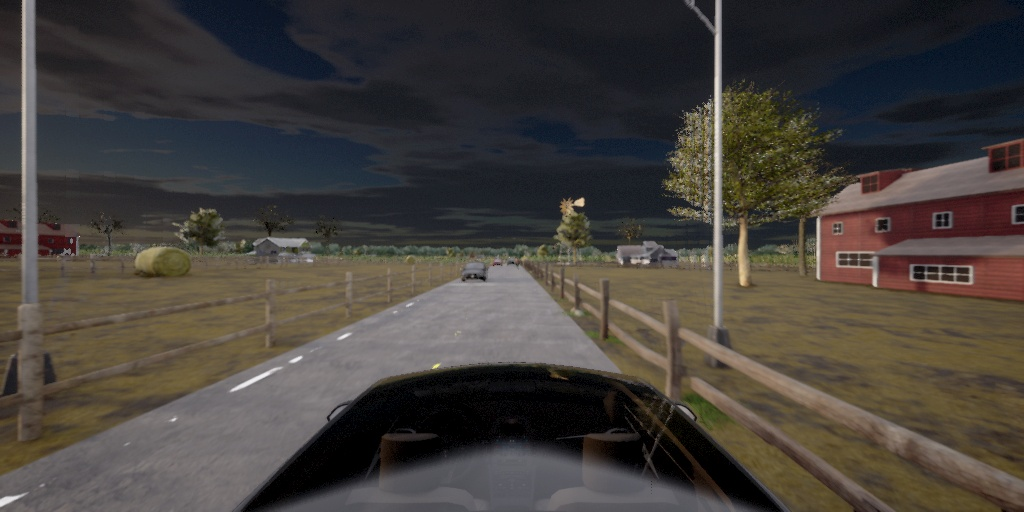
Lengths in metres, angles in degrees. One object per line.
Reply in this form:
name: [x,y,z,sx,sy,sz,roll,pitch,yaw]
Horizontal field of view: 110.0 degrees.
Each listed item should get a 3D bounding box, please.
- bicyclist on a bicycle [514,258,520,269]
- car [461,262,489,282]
bicyclist on a bicycle: [0.759,1.151,46.432,0.582,1.620,1.656,0,-1,0]
car: [-2.843,1.208,28.146,1.837,1.490,4.892,0,0,0]
